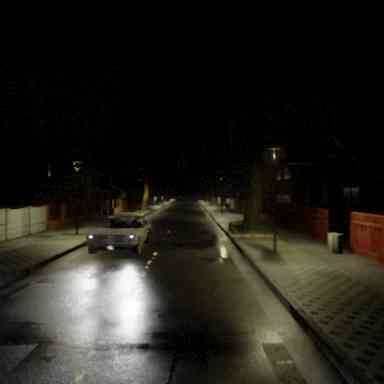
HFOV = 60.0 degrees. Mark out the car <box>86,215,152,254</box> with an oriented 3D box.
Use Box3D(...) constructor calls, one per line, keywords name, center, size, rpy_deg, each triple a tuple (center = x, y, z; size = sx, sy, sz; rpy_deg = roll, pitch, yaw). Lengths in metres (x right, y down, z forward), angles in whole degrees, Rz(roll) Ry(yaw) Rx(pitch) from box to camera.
Box3D(name="car", center=(-2.844, 1.666, 13.859), size=(1.895, 1.301, 4.718), rpy_deg=(0, 0, 0))
